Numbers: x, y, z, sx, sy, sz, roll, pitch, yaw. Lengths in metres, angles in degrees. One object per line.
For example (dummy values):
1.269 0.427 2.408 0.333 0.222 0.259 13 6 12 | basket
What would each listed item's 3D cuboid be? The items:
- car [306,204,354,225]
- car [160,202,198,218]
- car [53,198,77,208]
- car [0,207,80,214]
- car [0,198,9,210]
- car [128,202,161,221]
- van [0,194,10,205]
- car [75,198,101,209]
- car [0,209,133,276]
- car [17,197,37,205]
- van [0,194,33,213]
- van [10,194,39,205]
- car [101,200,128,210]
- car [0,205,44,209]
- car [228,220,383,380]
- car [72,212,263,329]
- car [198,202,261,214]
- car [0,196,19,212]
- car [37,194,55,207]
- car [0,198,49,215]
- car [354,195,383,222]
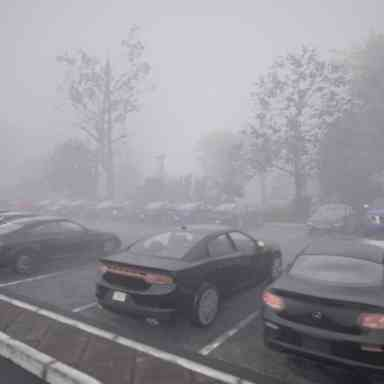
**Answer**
7.435 1.420 17.419 2.231 1.521 4.892 0 0 35 | car
0.475 1.433 22.246 2.097 1.535 5.008 0 0 35 | car
-8.896 1.448 28.772 2.097 1.535 5.008 0 0 35 | car
-6.638 1.475 11.894 2.002 1.452 4.674 0 0 35 | car
-24.989 1.503 40.028 2.163 1.488 4.792 0 0 35 | car
-1.842 1.436 23.860 2.097 1.535 5.008 0 0 35 | car
-11.211 1.216 15.217 1.878 1.987 4.442 0 0 35 | van
-6.574 1.444 27.166 2.097 1.535 5.008 0 0 35 | car
-4.322 1.471 10.274 2.002 1.452 4.674 0 0 35 | car
-13.524 1.455 32.007 2.097 1.535 5.008 0 0 35 | car
-20.309 1.241 36.871 1.878 1.987 4.442 0 0 35 | van
-15.675 1.233 33.639 1.878 1.987 4.442 0 0 35 | van
-4.140 1.470 25.502 2.163 1.488 4.792 0 0 35 | car
-8.976 1.468 13.482 2.163 1.488 4.792 0 0 35 | car
2.635 1.454 5.430 2.002 1.452 4.674 0 0 35 | car
0.313 1.421 7.043 2.097 1.535 5.008 0 0 35 | car
2.793 1.430 20.634 2.231 1.521 4.892 0 0 35 | car
-22.812 1.345 38.434 2.185 1.767 4.553 0 0 35 | car
-11.193 1.326 30.415 2.185 1.767 4.553 0 0 35 | car
-18.055 1.464 35.165 2.231 1.521 4.892 0 0 35 | car
9.631 1.161 15.848 2.435 2.045 5.566 0 0 35 | car
